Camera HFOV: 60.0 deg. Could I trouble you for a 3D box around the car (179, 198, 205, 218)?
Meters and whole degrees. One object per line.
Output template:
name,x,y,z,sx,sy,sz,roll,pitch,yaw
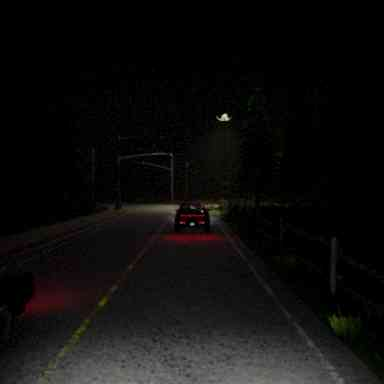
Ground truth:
car,-0.038,1.336,28.955,2.033,1.411,5.357,0,0,0

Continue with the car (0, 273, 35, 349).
car,-3.573,1.582,3.358,1.895,1.301,4.718,0,0,0

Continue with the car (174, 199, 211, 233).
car,0.030,1.356,18.774,2.128,1.511,4.902,0,0,0
